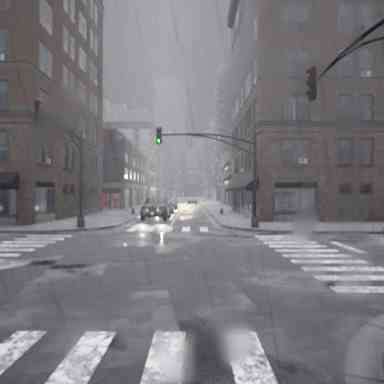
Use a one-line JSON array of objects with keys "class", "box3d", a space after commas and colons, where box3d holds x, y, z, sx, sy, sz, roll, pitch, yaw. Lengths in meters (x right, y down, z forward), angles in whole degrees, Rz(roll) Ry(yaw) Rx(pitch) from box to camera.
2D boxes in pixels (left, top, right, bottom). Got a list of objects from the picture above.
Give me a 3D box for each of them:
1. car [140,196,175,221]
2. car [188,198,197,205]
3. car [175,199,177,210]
[{"class": "car", "box3d": [-3.088, 1.402, 29.393, 2.150, 2.045, 5.566, 0, 0, 2]}, {"class": "car", "box3d": [0.099, 1.910, 69.638, 2.128, 1.511, 4.902, 0, 0, 0]}, {"class": "car", "box3d": [-3.104, 1.765, 39.065, 1.812, 1.442, 4.674, 0, 0, 0]}]
